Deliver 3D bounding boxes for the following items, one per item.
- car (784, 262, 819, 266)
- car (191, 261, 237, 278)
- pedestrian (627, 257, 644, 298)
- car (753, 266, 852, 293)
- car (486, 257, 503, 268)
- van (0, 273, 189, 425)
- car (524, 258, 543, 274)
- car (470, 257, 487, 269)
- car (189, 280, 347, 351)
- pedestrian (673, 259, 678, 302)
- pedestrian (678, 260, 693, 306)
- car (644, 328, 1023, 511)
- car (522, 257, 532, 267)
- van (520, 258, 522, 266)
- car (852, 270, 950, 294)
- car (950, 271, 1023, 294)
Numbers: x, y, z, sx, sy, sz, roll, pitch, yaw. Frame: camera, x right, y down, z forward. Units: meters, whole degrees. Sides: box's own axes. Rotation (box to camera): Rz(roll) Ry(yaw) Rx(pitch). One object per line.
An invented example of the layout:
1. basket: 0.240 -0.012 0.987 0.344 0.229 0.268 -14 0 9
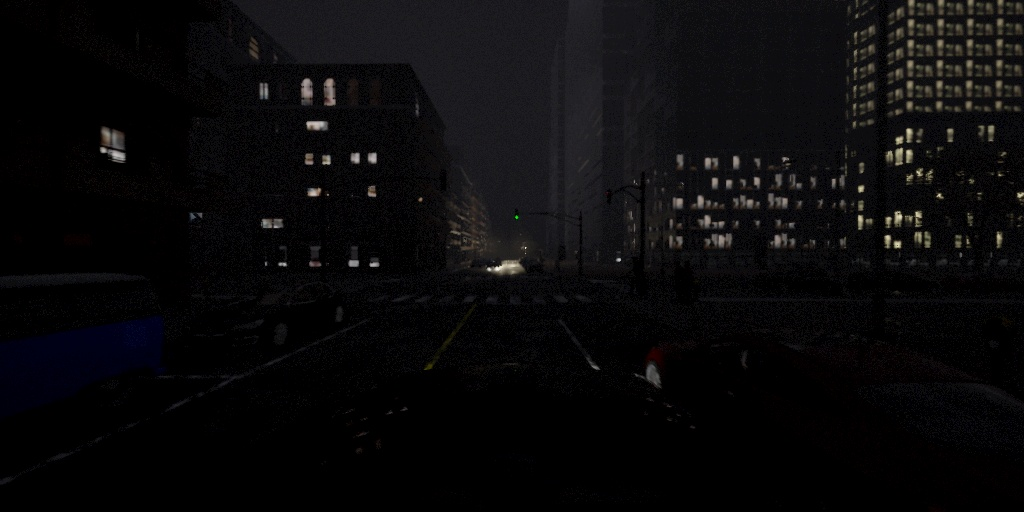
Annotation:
1. car: 23.374 1.248 29.673 4.097 1.591 1.967 0 0 1
2. car: -25.856 1.127 30.323 4.507 1.381 1.888 0 0 1
3. pedestrian: 5.441 0.901 15.777 0.375 1.860 0.375 -1 1 0
4. car: 16.715 1.457 21.125 4.403 1.370 2.007 0 0 1
5. car: -3.037 1.305 59.063 1.994 1.385 4.181 0 0 1
6. van: -5.690 1.091 3.333 1.690 1.789 3.998 0 0 0
7. car: 2.658 1.298 41.433 1.888 1.381 4.507 0 0 0
8. car: -5.690 1.307 58.337 1.948 1.339 4.313 0 0 0
9. car: -5.691 1.303 8.912 2.007 1.370 4.403 0 0 0
10. pedestrian: 7.068 1.043 15.238 0.375 1.860 0.375 -1 1 0
11. pedestrian: 7.129 1.075 14.580 0.375 1.860 0.375 -1 1 0
12. car: 2.690 1.333 3.368 1.802 1.307 4.207 0 0 0
13. car: 2.658 1.189 47.078 1.967 1.591 4.097 0 0 0
14. van: 2.658 1.083 58.370 1.690 1.789 3.998 0 0 0
15. car: 22.197 1.498 21.050 4.313 1.339 1.948 0 0 1
16. car: 27.676 1.540 20.975 4.207 1.307 1.802 0 0 1
